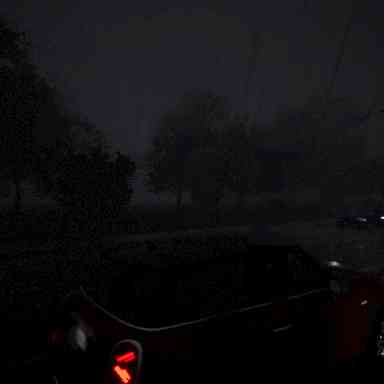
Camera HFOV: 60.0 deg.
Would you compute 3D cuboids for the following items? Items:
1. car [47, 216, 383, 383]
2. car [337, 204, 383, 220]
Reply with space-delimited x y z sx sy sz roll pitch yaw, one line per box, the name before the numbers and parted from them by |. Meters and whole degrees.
car | 0.719 1.353 4.260 4.553 1.767 2.097 0 0 -35
car | 10.729 1.486 20.214 5.008 1.535 1.882 0 0 -35
